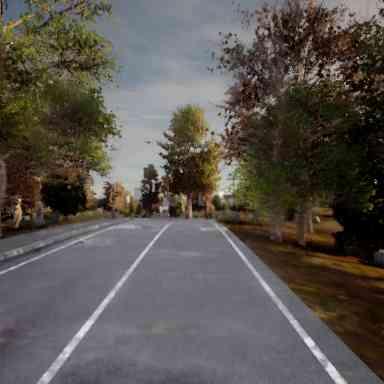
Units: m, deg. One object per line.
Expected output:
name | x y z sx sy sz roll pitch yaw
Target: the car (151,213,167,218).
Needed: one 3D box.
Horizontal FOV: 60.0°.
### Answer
car | -7.884 5.761 81.608 4.181 1.385 1.994 2 -5 -17
